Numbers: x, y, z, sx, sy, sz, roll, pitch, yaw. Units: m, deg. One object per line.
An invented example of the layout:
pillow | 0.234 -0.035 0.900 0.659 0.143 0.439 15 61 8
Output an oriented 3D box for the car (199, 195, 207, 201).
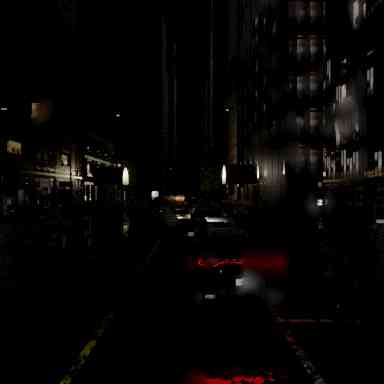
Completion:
car | 2.854 1.566 85.905 1.752 1.417 4.829 0 0 0

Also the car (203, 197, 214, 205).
car | 2.800 1.544 58.284 1.752 1.417 4.829 0 0 0

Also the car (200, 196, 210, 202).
car | 2.832 1.582 74.687 2.008 1.369 4.403 0 0 0

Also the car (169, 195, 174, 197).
car | -5.548 1.613 74.700 1.802 1.307 4.206 0 0 0

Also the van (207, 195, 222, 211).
van | 2.765 1.349 41.542 1.690 1.788 3.998 0 0 0

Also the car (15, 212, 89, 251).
car | -5.667 1.550 13.935 2.008 1.369 4.403 0 0 0

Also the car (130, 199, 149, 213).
car | -5.624 1.555 36.031 2.008 1.369 4.403 0 0 0

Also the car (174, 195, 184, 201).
car | -2.847 1.386 78.688 2.097 1.767 4.553 0 0 0

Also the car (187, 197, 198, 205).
car | 0.115 1.583 58.914 1.994 1.385 4.181 0 0 0

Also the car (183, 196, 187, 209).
car | 0.106 1.515 45.725 1.837 1.490 4.892 0 0 0

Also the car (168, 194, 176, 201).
car | -5.516 1.485 91.272 1.967 1.590 4.097 0 0 0

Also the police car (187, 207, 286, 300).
police car | 0.916 1.425 8.577 1.930 1.638 5.238 0 0 0

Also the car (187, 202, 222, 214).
car | 0.813 1.504 18.467 1.837 1.490 4.892 0 0 0

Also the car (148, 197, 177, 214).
car | -3.032 1.552 35.378 2.033 1.411 5.357 0 0 0

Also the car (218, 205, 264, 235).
car | 2.724 1.551 19.445 2.008 1.369 4.403 0 0 0

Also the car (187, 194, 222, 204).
car | 0.948 1.226 24.496 2.150 2.045 5.566 0 0 0
